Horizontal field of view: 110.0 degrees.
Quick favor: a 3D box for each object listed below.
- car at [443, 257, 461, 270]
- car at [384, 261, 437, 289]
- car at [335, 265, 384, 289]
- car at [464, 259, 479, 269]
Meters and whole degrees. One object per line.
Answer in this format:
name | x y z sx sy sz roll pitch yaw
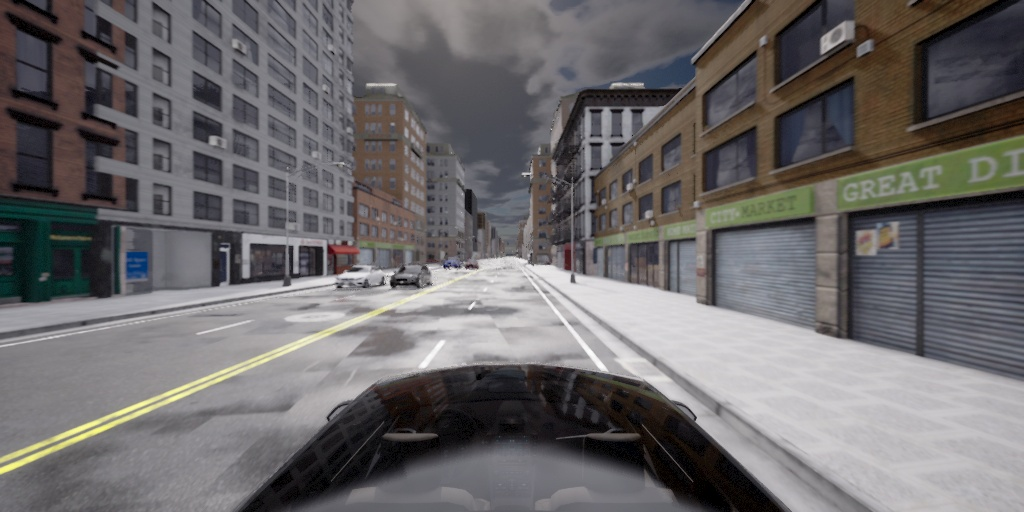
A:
car | -9.813 1.135 58.773 2.150 2.045 5.566 0 0 1
car | -6.605 1.312 23.884 1.837 1.490 4.892 0 0 0
car | -9.864 1.332 23.720 1.812 1.442 4.674 0 0 0
car | -6.571 1.265 58.973 2.097 1.767 4.553 0 0 0
